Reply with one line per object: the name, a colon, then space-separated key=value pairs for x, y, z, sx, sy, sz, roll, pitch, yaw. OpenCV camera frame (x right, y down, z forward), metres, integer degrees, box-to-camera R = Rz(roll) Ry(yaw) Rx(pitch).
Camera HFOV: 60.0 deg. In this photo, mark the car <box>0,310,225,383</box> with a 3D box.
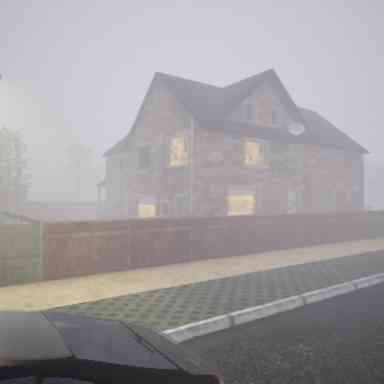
car: x=-1.702 y=1.559 z=1.861 sx=4.181 sy=1.385 sz=1.994 roll=1 pitch=0 yaw=-35
